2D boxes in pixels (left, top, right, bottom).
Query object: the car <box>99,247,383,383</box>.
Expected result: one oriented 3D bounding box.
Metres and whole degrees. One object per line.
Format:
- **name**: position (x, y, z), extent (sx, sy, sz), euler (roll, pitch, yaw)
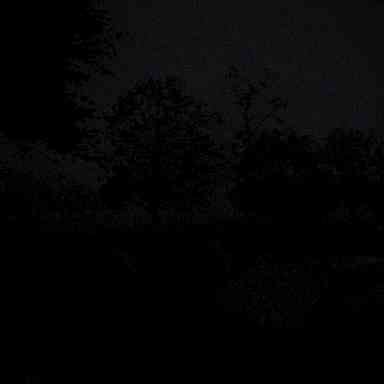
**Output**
- **car**: position (1.401, 1.511, 4.077), extent (5.008, 1.535, 1.882), euler (1, 0, -36)
